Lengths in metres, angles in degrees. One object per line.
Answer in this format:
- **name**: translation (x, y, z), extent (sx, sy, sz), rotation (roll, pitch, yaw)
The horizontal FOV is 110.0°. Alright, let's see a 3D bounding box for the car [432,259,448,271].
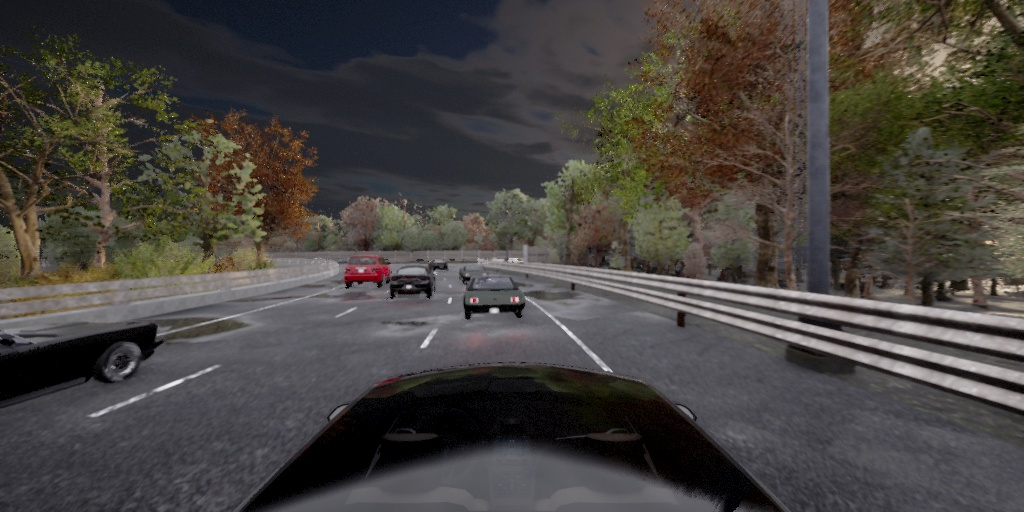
- **car**: translation (-9.643, 1.176, 46.380), extent (1.882, 1.535, 5.008), rotation (0, 0, -23)

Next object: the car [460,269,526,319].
- **car**: translation (-0.737, 1.331, 12.814), extent (1.895, 1.301, 4.718), rotation (0, 0, -6)

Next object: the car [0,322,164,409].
- **car**: translation (-7.045, 1.377, 4.152), extent (1.895, 1.301, 4.718), rotation (0, 0, -2)

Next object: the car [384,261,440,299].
- **car**: translation (-4.933, 1.214, 18.346), extent (1.882, 1.535, 5.008), rotation (0, 0, -8)

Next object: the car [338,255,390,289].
- **car**: translation (-9.427, 0.967, 23.732), extent (2.150, 2.045, 5.566), rotation (0, 0, -12)

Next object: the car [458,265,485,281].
- **car**: translation (-2.927, 1.311, 26.739), extent (1.895, 1.301, 4.718), rotation (0, 0, -13)
